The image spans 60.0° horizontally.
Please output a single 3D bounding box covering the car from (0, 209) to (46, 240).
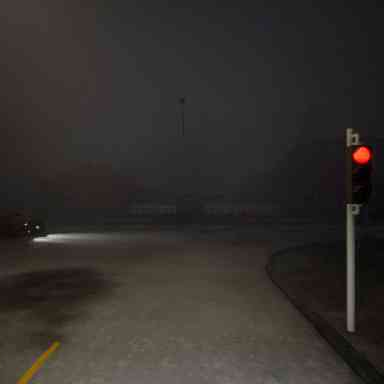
[{"bbox_3d":[-9.594,1.564,16.587,4.181,1.385,1.994,0,0,5],"label":"car"}]
